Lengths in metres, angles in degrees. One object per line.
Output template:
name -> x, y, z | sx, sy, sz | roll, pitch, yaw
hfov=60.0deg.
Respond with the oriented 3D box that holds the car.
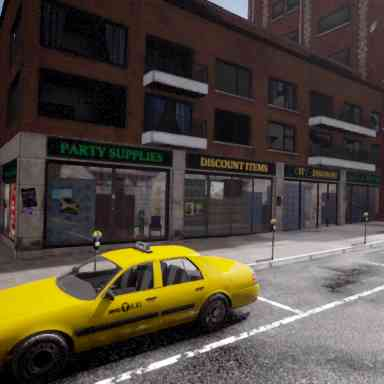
car -> -1.037, 1.527, 5.333 | 4.829, 1.417, 1.752 | 0, 2, -35
